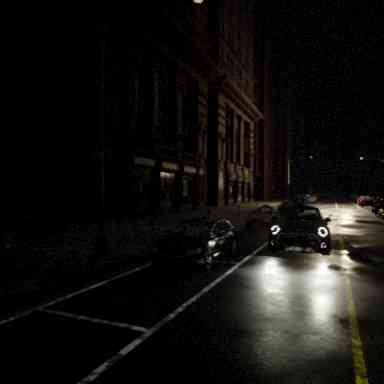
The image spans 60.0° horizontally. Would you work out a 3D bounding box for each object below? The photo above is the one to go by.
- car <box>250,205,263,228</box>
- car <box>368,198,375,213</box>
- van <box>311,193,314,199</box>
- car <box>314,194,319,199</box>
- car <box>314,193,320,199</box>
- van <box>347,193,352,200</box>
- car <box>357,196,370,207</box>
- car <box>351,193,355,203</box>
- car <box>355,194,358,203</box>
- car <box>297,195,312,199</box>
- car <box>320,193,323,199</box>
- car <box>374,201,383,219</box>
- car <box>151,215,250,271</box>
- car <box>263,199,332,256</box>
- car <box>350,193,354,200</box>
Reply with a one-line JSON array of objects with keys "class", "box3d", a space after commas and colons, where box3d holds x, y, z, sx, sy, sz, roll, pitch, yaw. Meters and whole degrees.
[{"class": "car", "box3d": [4.648, 1.504, 21.082, 1.752, 1.417, 4.829, 1, 0, 23]}, {"class": "car", "box3d": [19.210, 1.565, 33.385, 1.947, 1.339, 4.313, 1, 0, 23]}, {"class": "van", "box3d": [15.817, 1.295, 47.077, 1.690, 1.788, 3.998, 1, 0, 23]}, {"class": "car", "box3d": [20.253, 1.507, 57.415, 1.947, 1.339, 4.313, 1, 0, 23]}, {"class": "car", "box3d": [22.475, 1.374, 62.581, 1.967, 1.590, 4.097, 1, 0, 23]}, {"class": "van", "box3d": [41.412, 1.268, 85.063, 1.690, 1.788, 3.998, 1, 0, 23]}, {"class": "car", "box3d": [25.870, 1.525, 48.888, 1.887, 1.381, 4.507, 1, 0, 23]}, {"class": "car", "box3d": [32.530, 1.503, 64.392, 1.887, 1.381, 4.507, 1, 0, 23]}, {"class": "car", "box3d": [28.091, 1.413, 54.056, 1.967, 1.590, 4.097, 1, 0, 23]}, {"class": "car", "box3d": [13.596, 1.401, 41.910, 1.967, 1.590, 4.097, 1, 0, 23]}, {"class": "car", "box3d": [26.916, 1.234, 72.916, 2.192, 1.841, 5.009, 1, 0, 23]}, {"class": "car", "box3d": [16.991, 1.549, 28.216, 1.887, 1.381, 4.507, 1, 0, 23]}, {"class": "car", "box3d": [0.275, 1.533, 10.903, 2.008, 1.369, 4.403, 1, 0, 23]}, {"class": "car", "box3d": [4.385, 1.346, 13.294, 2.097, 1.767, 4.553, 0, 0, 22]}, {"class": "car", "box3d": [34.749, 1.502, 69.561, 2.008, 1.369, 4.403, 1, 0, 23]}]
